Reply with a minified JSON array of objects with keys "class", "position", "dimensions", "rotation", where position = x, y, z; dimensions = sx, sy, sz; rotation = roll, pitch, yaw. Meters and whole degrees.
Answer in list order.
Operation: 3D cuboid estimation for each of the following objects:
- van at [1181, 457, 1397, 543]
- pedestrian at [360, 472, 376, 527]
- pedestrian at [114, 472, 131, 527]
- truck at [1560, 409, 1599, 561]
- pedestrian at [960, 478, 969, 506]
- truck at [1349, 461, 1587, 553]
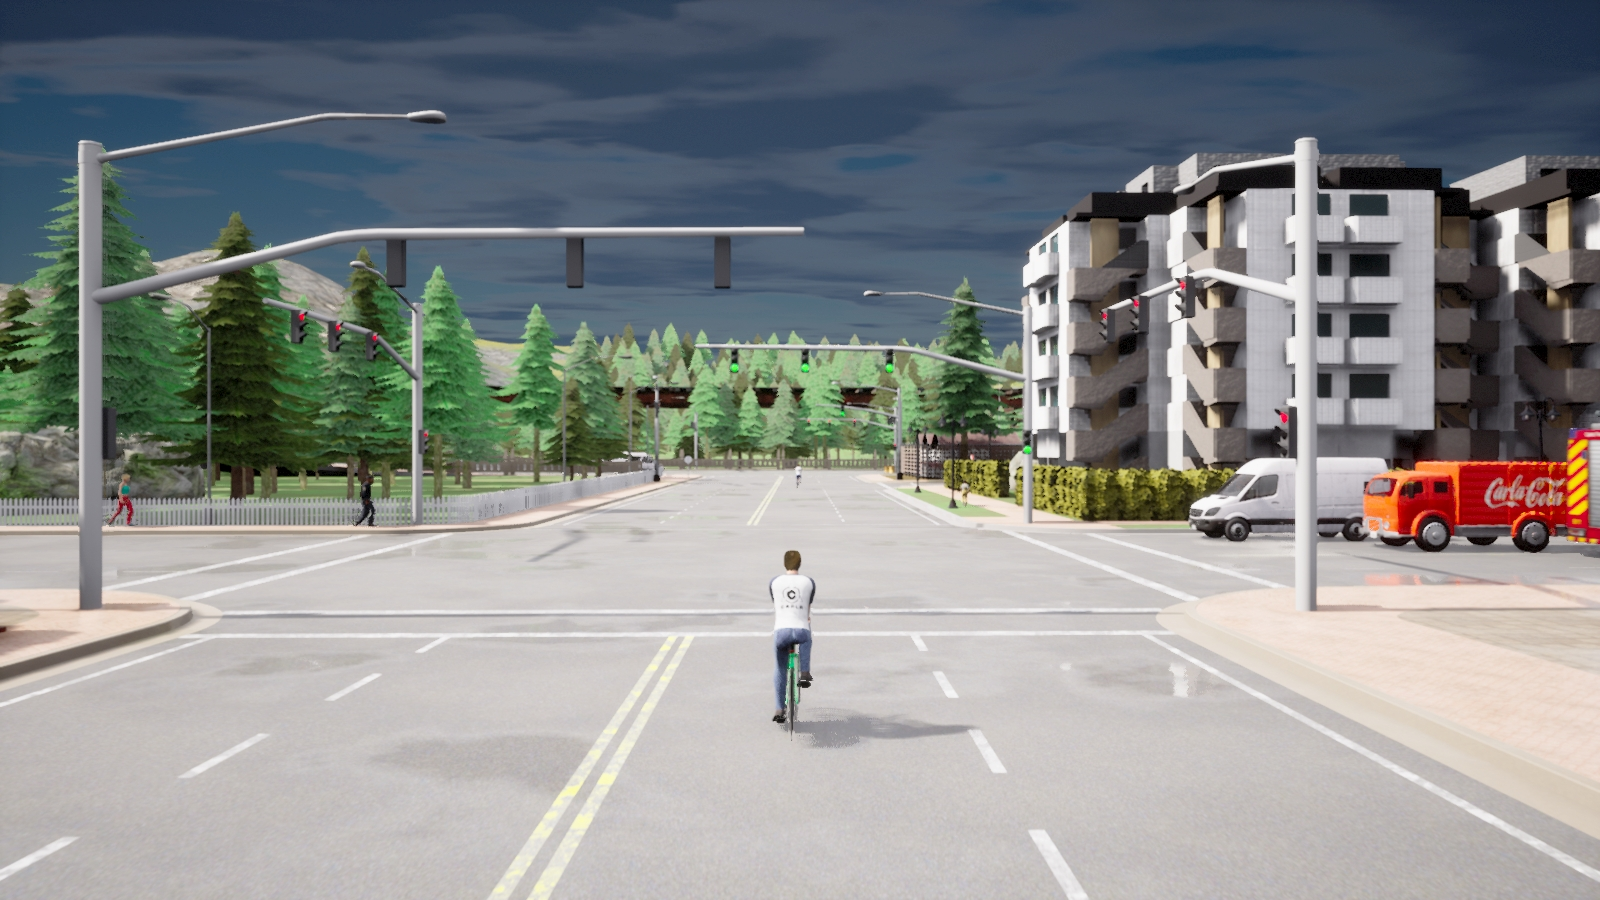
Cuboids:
[{"class":"van","position":[15.150,1.521,35.611],"dimensions":[5.915,2.561,1.988],"rotation":[0,0,-2]},{"class":"pedestrian","position":[-14.698,1.683,38.846],"dimensions":[0.375,1.860,0.375],"rotation":[0,0,4]},{"class":"pedestrian","position":[-22.983,1.683,38.759],"dimensions":[0.375,1.860,0.375],"rotation":[0,0,-2]},{"class":"truck","position":[24.433,0.880,28.913],"dimensions":[8.468,3.827,2.891],"rotation":[0,0,0]},{"class":"pedestrian","position":[7.709,1.959,53.513],"dimensions":[0.375,1.300,0.375],"rotation":[0,0,2]},{"class":"truck","position":[18.736,1.556,32.258],"dimensions":[5.204,2.467,2.627],"rotation":[0,0,-2]}]
